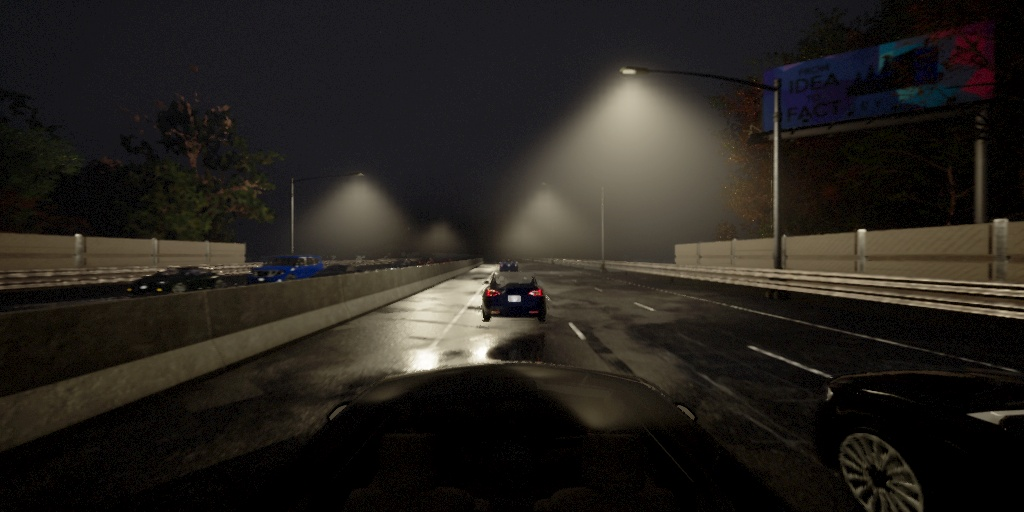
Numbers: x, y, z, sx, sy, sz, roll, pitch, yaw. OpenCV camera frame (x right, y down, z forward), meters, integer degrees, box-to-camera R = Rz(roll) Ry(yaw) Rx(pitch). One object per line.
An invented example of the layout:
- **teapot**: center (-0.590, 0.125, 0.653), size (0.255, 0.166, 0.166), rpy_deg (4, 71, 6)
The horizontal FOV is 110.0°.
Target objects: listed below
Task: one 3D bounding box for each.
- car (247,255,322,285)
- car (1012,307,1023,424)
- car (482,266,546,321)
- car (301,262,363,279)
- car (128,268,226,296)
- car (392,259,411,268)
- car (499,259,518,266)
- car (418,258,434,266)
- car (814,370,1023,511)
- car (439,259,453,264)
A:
- **car**: center (-14.245, 0.968, 23.069), size (2.150, 2.045, 5.566), rpy_deg (0, 0, -1)
- **car**: center (7.092, 1.313, 2.282), size (1.994, 1.385, 4.181), rpy_deg (0, 0, 0)
- **car**: center (0.054, 1.252, 12.497), size (2.163, 1.488, 4.792), rpy_deg (0, 0, 0)
- **car**: center (-10.747, 1.272, 22.304), size (1.812, 1.442, 4.674), rpy_deg (0, 0, -1)
- **car**: center (-17.702, 1.313, 19.214), size (1.994, 1.385, 4.181), rpy_deg (0, 0, -1)
- **car**: center (-18.530, 1.262, 60.390), size (2.033, 1.411, 5.357), rpy_deg (0, 0, -1)
- **car**: center (-0.387, 1.077, 42.108), size (2.097, 1.767, 4.553), rpy_deg (0, 0, -1)
- **car**: center (-15.135, 1.062, 63.400), size (2.097, 1.767, 4.553), rpy_deg (0, 0, -1)
- **car**: center (3.593, 1.241, 1.166), size (2.128, 1.511, 4.902), rpy_deg (0, 0, 0)
- **car**: center (-11.633, 1.185, 63.465), size (1.882, 1.535, 5.008), rpy_deg (0, 0, -1)
